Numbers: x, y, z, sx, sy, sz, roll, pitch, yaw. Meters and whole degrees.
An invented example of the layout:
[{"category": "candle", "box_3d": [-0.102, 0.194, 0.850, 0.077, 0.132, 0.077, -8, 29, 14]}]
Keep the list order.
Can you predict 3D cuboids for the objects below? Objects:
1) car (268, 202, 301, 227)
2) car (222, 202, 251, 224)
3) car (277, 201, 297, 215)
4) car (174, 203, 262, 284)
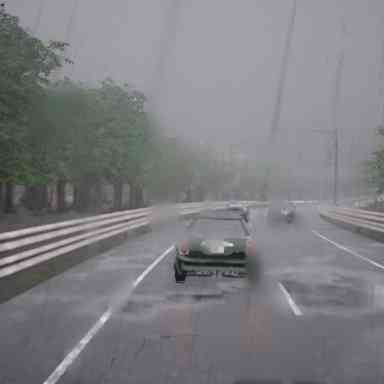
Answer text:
[{"category": "car", "box_3d": [6.645, 1.515, 24.267, 2.097, 1.767, 4.553, 1, 0, 12]}, {"category": "car", "box_3d": [3.758, 1.649, 27.331, 1.837, 1.490, 4.892, 1, -1, 13]}, {"category": "car", "box_3d": [11.846, 1.932, 41.380, 1.882, 1.535, 5.008, 1, -1, 21]}, {"category": "car", "box_3d": [0.787, 1.359, 9.822, 2.097, 1.767, 4.553, 1, 0, 5]}]
